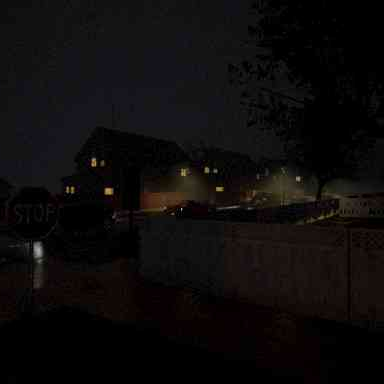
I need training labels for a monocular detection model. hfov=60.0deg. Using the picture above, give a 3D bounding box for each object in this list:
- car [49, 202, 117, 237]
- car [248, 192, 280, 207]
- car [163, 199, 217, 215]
[{"bbox_3d":[-6.002,1.283,16.854,1.837,1.490,4.892,2,2,34],"label":"car"},{"bbox_3d":[7.992,0.764,36.653,2.097,1.767,4.553,2,2,35],"label":"car"},{"bbox_3d":[-0.075,1.222,25.289,1.895,1.301,4.718,2,2,35],"label":"car"}]
